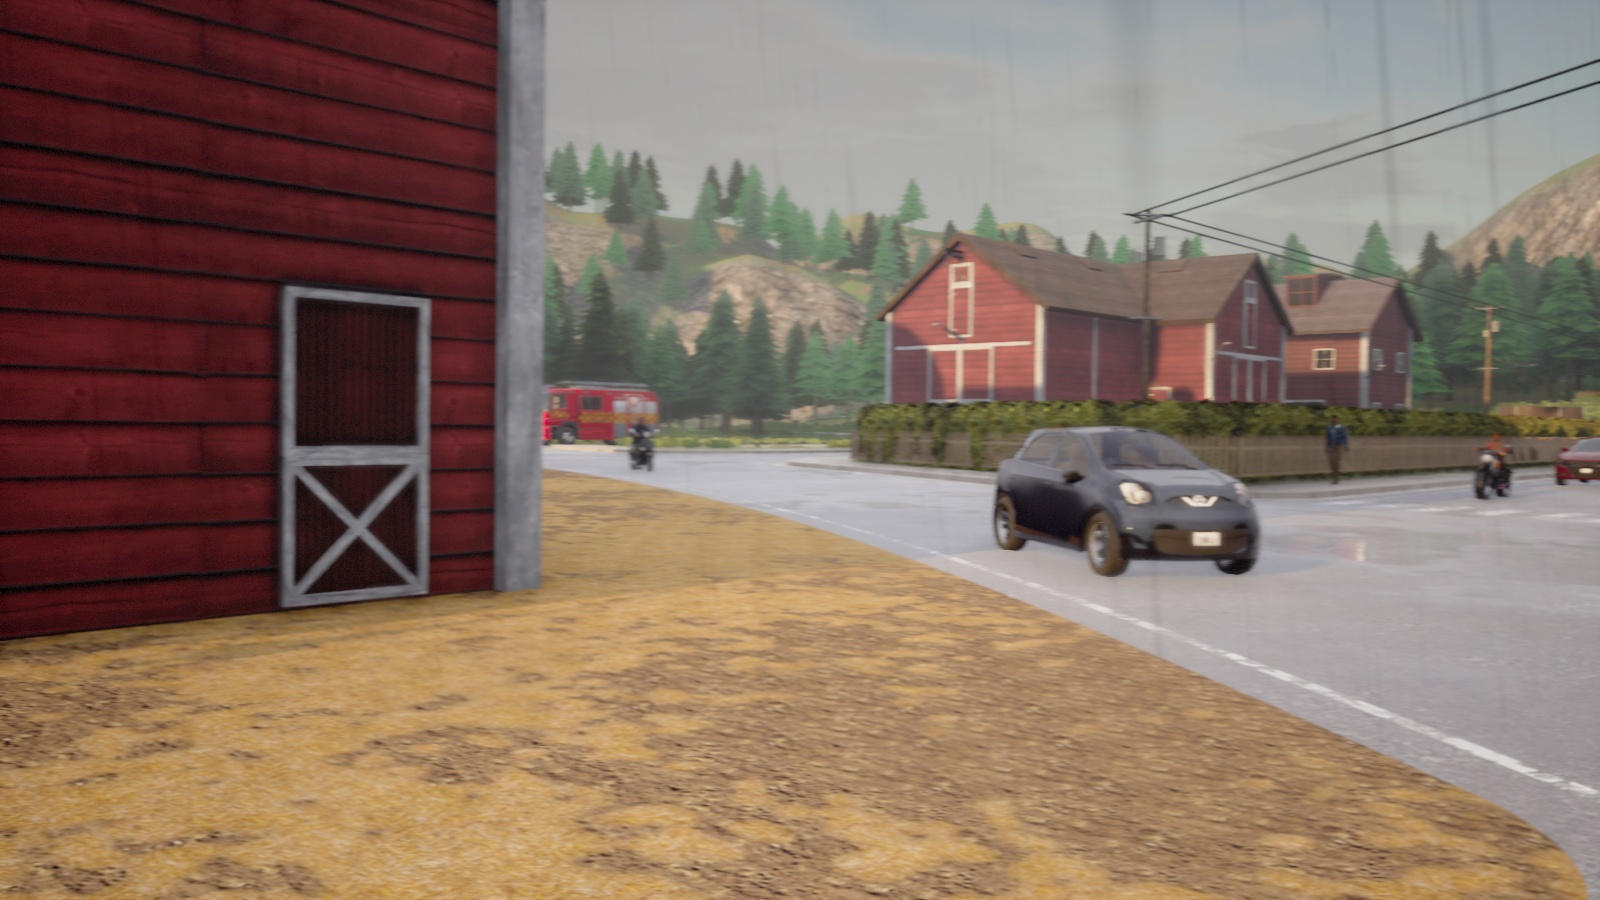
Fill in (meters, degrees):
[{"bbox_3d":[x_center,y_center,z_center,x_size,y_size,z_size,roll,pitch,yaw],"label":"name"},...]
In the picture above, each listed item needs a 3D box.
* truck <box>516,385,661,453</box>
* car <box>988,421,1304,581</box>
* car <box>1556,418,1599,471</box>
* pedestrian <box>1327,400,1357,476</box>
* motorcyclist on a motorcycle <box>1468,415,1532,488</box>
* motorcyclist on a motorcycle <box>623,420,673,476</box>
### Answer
[{"bbox_3d":[-12.567,-1.866,75.435,2.891,3.827,8.468,1,2,44],"label":"truck"},{"bbox_3d":[3.622,0.442,13.850,1.845,1.501,3.633,-1,1,-13],"label":"car"},{"bbox_3d":[24.809,-0.211,38.378,1.882,1.535,5.008,1,2,43],"label":"car"},{"bbox_3d":[14.036,-0.318,32.530,0.788,1.949,0.423,-2,1,-41],"label":"pedestrian"},{"bbox_3d":[16.515,0.011,29.613,0.766,1.649,2.350,1,2,43],"label":"motorcyclist on a motorcycle"},{"bbox_3d":[-4.457,-0.075,36.642,0.866,1.590,1.817,-1,2,-27],"label":"motorcyclist on a motorcycle"}]
